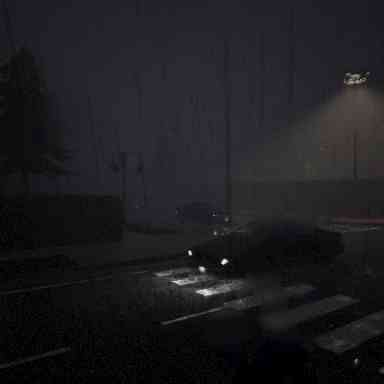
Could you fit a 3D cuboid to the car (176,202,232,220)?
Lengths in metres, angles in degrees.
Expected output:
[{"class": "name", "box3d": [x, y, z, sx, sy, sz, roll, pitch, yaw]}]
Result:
[{"class": "car", "box3d": [0.756, 1.470, 22.919, 2.128, 1.511, 4.902, 0, 0, -35]}]

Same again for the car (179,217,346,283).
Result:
[{"class": "car", "box3d": [2.415, 1.546, 9.894, 5.357, 1.411, 2.033, 0, 0, -36]}]

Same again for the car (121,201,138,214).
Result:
[{"class": "car", "box3d": [-7.326, 1.580, 34.349, 1.895, 1.301, 4.718, 0, 0, -35]}]
